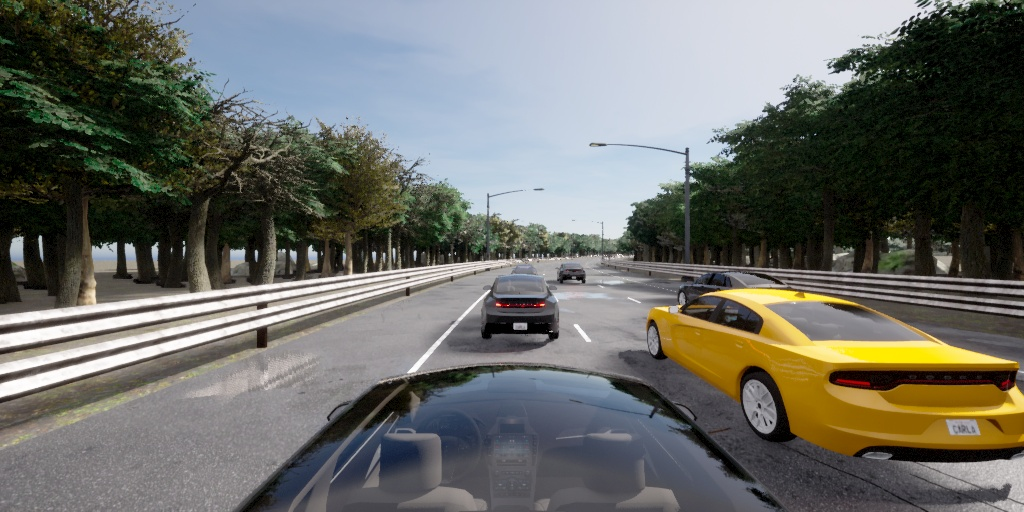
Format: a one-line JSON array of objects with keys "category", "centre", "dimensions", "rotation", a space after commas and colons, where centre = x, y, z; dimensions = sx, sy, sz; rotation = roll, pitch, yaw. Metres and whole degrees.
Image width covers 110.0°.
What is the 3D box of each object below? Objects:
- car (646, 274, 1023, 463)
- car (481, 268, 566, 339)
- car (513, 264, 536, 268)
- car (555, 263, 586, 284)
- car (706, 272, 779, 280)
[{"category": "car", "centre": [3.652, 1.227, 5.363], "dimensions": [1.882, 1.535, 5.008], "rotation": [0, 0, 0]}, {"category": "car", "centre": [0.225, 1.255, 10.065], "dimensions": [1.837, 1.490, 4.892], "rotation": [0, 0, 1]}, {"category": "car", "centre": [0.961, 1.317, 27.489], "dimensions": [1.994, 1.385, 4.181], "rotation": [0, 0, 3]}, {"category": "car", "centre": [4.459, 1.257, 27.356], "dimensions": [1.837, 1.490, 4.892], "rotation": [0, 0, 3]}, {"category": "car", "centre": [7.268, 1.255, 11.991], "dimensions": [1.837, 1.490, 4.892], "rotation": [0, 0, 2]}]
